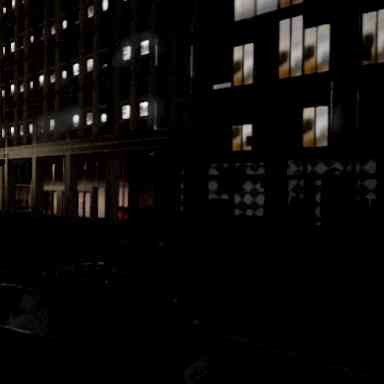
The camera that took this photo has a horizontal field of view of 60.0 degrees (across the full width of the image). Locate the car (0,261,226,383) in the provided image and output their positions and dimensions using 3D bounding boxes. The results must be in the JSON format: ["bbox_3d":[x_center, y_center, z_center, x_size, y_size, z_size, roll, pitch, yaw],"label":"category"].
[{"bbox_3d":[-1.658,1.557,4.045,4.313,1.339,1.947,0,1,35],"label":"car"}]
